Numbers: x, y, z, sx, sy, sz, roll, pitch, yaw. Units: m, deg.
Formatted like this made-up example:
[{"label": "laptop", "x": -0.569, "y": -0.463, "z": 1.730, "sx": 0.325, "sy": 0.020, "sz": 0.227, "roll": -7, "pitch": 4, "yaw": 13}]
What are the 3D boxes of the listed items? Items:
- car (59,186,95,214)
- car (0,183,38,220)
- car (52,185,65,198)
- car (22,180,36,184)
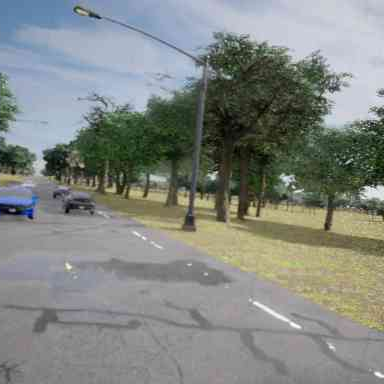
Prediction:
[{"label": "car", "x": -8.053, "y": 0.653, "z": 23.558, "sx": 1.837, "sy": 1.490, "sz": 4.892, "roll": 6, "pitch": 0, "yaw": -25}, {"label": "car", "x": -9.456, "y": 0.487, "z": 17.910, "sx": 1.882, "sy": 1.535, "sz": 5.008, "roll": 6, "pitch": 0, "yaw": -25}, {"label": "car", "x": -14.893, "y": -0.048, "z": 38.219, "sx": 1.812, "sy": 1.442, "sz": 4.674, "roll": 6, "pitch": 0, "yaw": -25}, {"label": "car", "x": -22.657, "y": -0.863, "z": 46.428, "sx": 1.812, "sy": 1.442, "sz": 4.674, "roll": 6, "pitch": 0, "yaw": -25}]
